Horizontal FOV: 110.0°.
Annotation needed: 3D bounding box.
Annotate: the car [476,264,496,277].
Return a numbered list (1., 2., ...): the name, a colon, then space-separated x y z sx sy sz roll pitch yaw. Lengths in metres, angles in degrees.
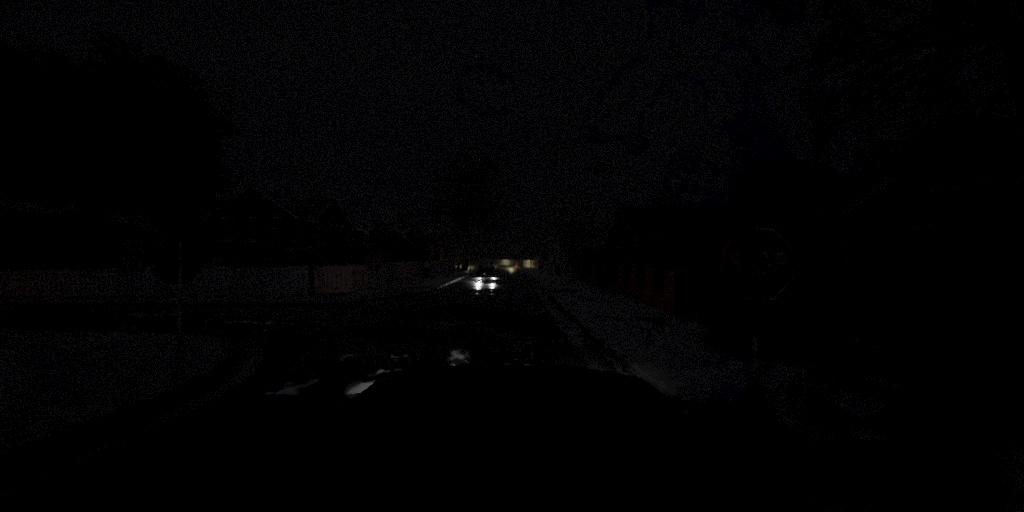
1. car: -2.754 1.501 38.230 1.895 1.301 4.718 0 0 0
